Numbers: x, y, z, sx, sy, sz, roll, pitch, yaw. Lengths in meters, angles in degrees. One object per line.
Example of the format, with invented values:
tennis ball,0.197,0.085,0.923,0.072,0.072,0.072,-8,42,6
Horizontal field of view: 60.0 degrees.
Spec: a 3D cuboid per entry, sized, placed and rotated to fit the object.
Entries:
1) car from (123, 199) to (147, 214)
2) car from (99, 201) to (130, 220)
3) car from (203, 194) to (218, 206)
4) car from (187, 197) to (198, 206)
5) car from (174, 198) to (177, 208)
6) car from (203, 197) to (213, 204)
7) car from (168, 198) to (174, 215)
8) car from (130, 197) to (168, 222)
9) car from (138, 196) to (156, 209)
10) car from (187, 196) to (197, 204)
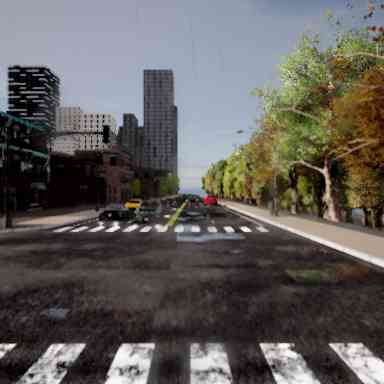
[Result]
car,-6.597,1.612,38.966,1.882,1.535,5.008,0,0,0
car,-6.599,1.664,28.722,1.994,1.385,4.181,0,0,0
car,3.349,1.422,58.651,2.150,2.045,5.566,0,0,0
car,0.103,1.695,59.544,2.128,1.511,4.902,0,0,0
car,-3.330,1.674,50.801,1.837,1.490,4.892,0,1,1
car,3.255,1.788,69.233,1.994,1.385,4.181,0,0,0
car,-3.347,1.630,36.167,1.837,1.490,4.892,0,0,0
car,-3.349,1.446,26.815,2.097,1.767,4.553,0,0,0
car,-6.582,1.522,49.419,2.097,1.767,4.553,0,0,0
car,0.008,1.714,69.851,1.882,1.535,5.008,0,0,0
